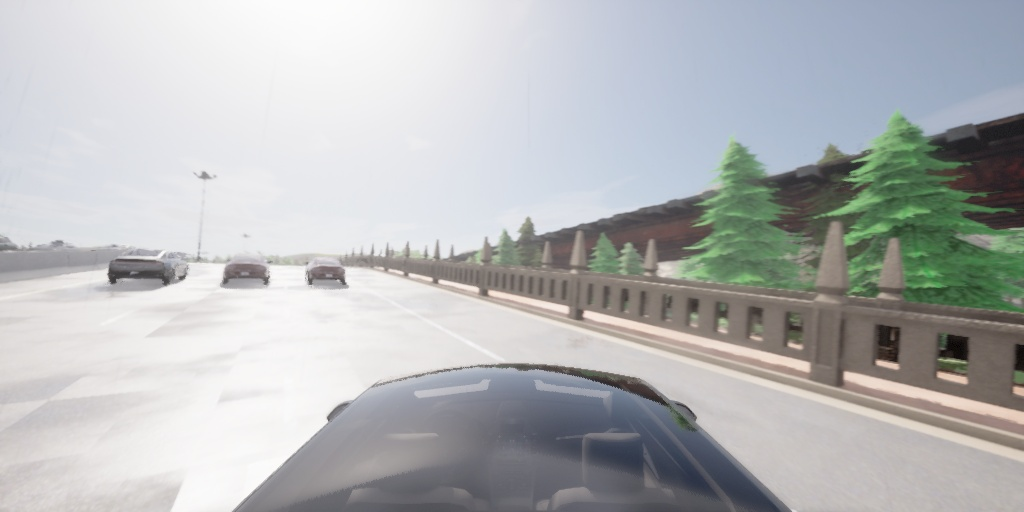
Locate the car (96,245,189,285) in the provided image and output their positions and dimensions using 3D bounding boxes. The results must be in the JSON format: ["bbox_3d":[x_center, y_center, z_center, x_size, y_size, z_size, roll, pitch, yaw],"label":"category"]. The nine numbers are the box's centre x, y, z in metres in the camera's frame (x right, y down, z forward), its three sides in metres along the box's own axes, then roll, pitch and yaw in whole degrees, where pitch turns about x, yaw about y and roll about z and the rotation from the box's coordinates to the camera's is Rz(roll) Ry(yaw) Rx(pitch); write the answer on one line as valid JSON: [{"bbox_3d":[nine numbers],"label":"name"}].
[{"bbox_3d":[-16.275,0.423,16.283,2.128,1.511,4.902,3,0,-32],"label":"car"}]

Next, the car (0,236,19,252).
[{"bbox_3d":[-39.555,-0.799,26.721,2.097,1.767,4.553,3,-2,-32],"label":"car"}]

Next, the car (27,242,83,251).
[{"bbox_3d":[-36.983,-0.410,29.183,1.994,1.385,4.181,3,-3,-32],"label":"car"}]

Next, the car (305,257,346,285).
[{"bbox_3d":[-10.644,0.785,20.457,1.812,1.442,4.674,3,0,-32],"label":"car"}]

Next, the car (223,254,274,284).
[{"bbox_3d":[-13.653,0.612,18.675,1.812,1.442,4.674,3,0,-32],"label":"car"}]
